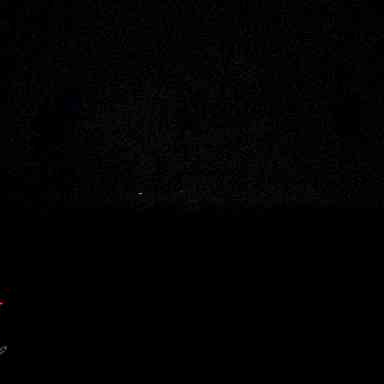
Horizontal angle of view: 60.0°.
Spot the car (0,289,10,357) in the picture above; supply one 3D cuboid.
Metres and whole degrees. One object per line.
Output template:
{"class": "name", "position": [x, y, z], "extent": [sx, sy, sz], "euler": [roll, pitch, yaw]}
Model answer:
{"class": "car", "position": [-4.435, 1.542, 4.772], "extent": [4.892, 1.490, 1.837], "euler": [-1, 1, 37]}
